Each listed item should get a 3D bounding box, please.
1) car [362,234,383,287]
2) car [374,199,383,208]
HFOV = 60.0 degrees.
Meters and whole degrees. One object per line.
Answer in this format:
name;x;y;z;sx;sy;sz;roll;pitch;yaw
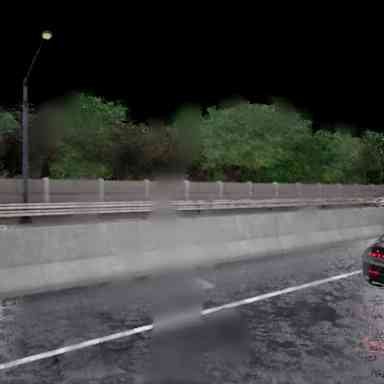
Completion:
car;6.012;1.486;7.991;4.892;1.490;1.837;0;0;-35
car;25.101;1.455;42.268;4.674;1.442;1.812;0;0;-33
